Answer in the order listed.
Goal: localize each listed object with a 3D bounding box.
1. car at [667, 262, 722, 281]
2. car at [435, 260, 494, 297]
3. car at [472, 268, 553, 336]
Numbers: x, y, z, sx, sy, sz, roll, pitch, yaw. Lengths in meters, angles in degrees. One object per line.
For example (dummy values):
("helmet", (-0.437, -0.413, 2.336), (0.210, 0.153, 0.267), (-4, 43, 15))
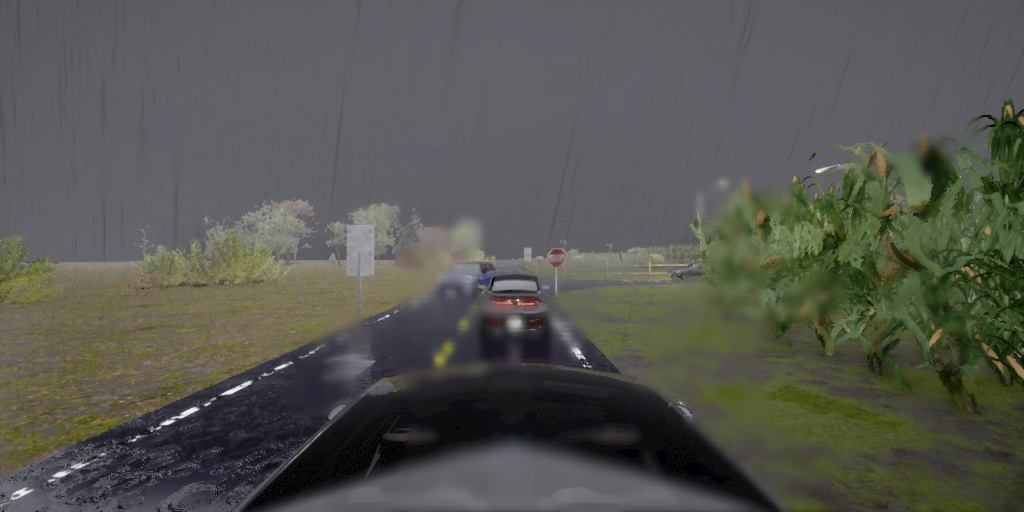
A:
("car", (14.470, 1.159, 27.645), (4.674, 1.442, 1.812), (-1, -1, -1))
("car", (-2.171, 1.106, 18.674), (2.097, 1.767, 4.553), (0, 0, 17))
("car", (0.083, 1.258, 10.362), (1.837, 1.490, 4.892), (0, 0, 0))
